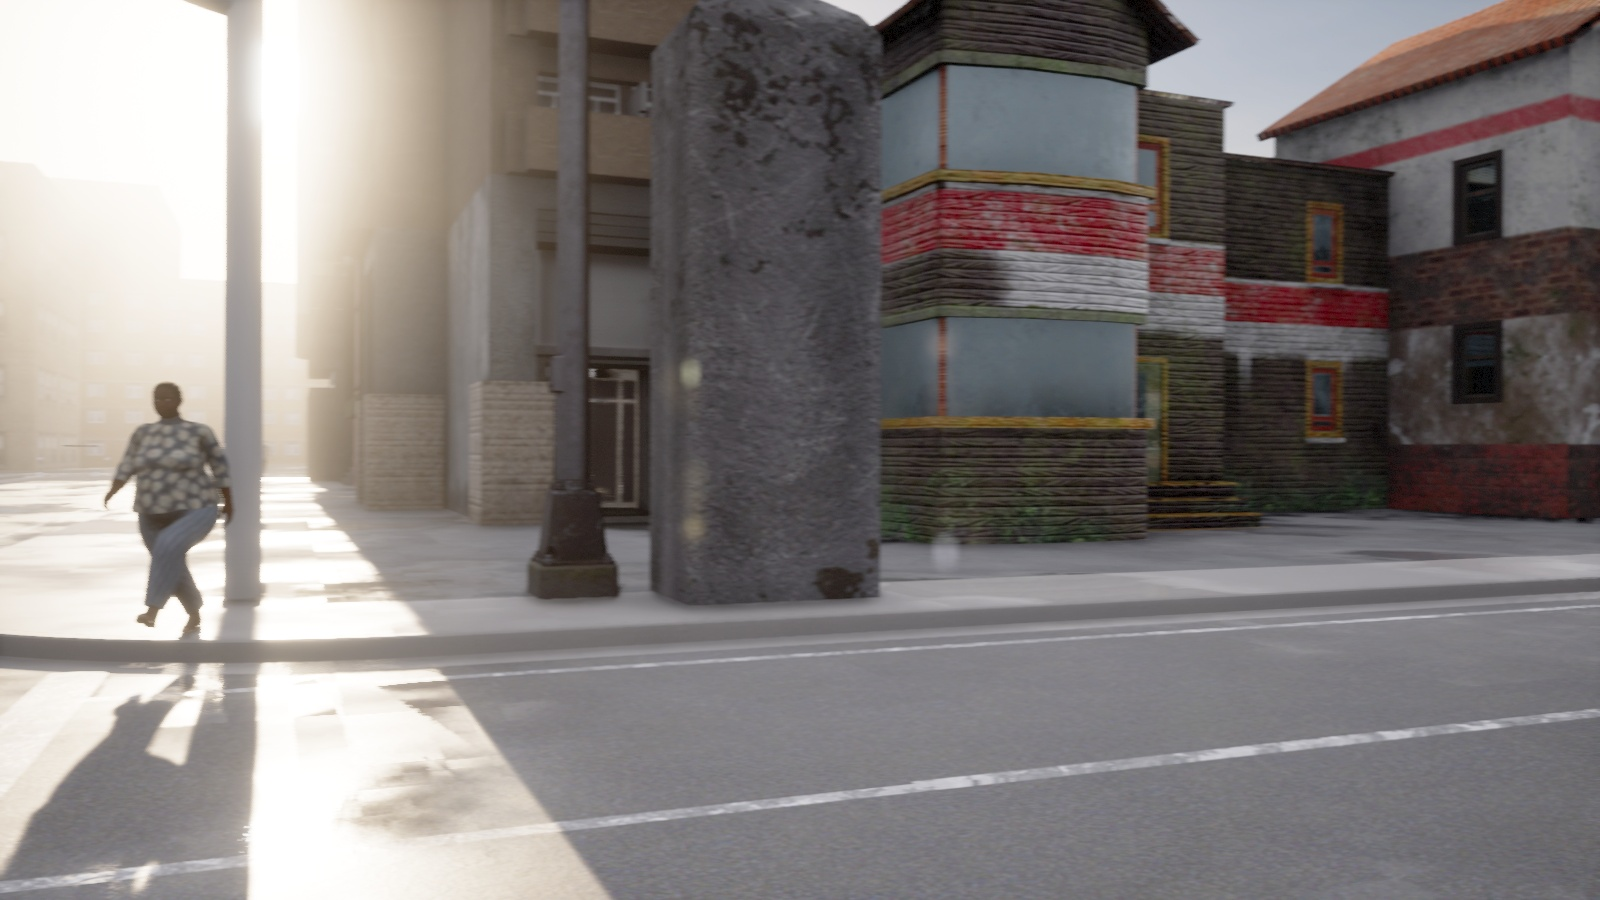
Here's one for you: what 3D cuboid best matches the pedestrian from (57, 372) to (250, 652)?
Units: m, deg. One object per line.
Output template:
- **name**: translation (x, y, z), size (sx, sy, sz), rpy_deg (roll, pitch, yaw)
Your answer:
- **pedestrian**: translation (-4.475, 0.409, 8.757), size (0.874, 1.855, 0.900), rpy_deg (0, 0, 1)
